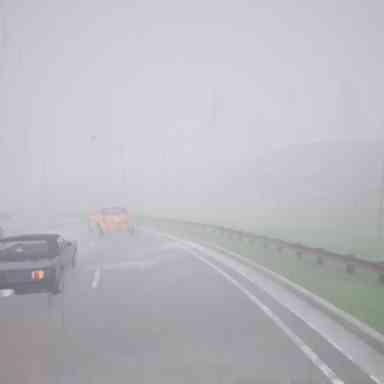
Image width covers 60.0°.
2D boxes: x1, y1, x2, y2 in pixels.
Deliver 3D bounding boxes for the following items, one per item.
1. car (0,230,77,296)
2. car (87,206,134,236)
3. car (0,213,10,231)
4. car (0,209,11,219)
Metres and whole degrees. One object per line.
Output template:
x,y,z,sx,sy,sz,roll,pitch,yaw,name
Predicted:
-4.258,1.792,8.939,1.895,1.301,4.718,-1,-1,-13,car
-5.246,1.676,20.978,2.097,1.767,4.553,-1,-1,-27,car
-9.728,1.937,15.218,2.033,1.411,5.357,-1,-1,-27,car
-21.094,2.405,34.614,5.357,1.411,2.033,-2,-1,32,car
